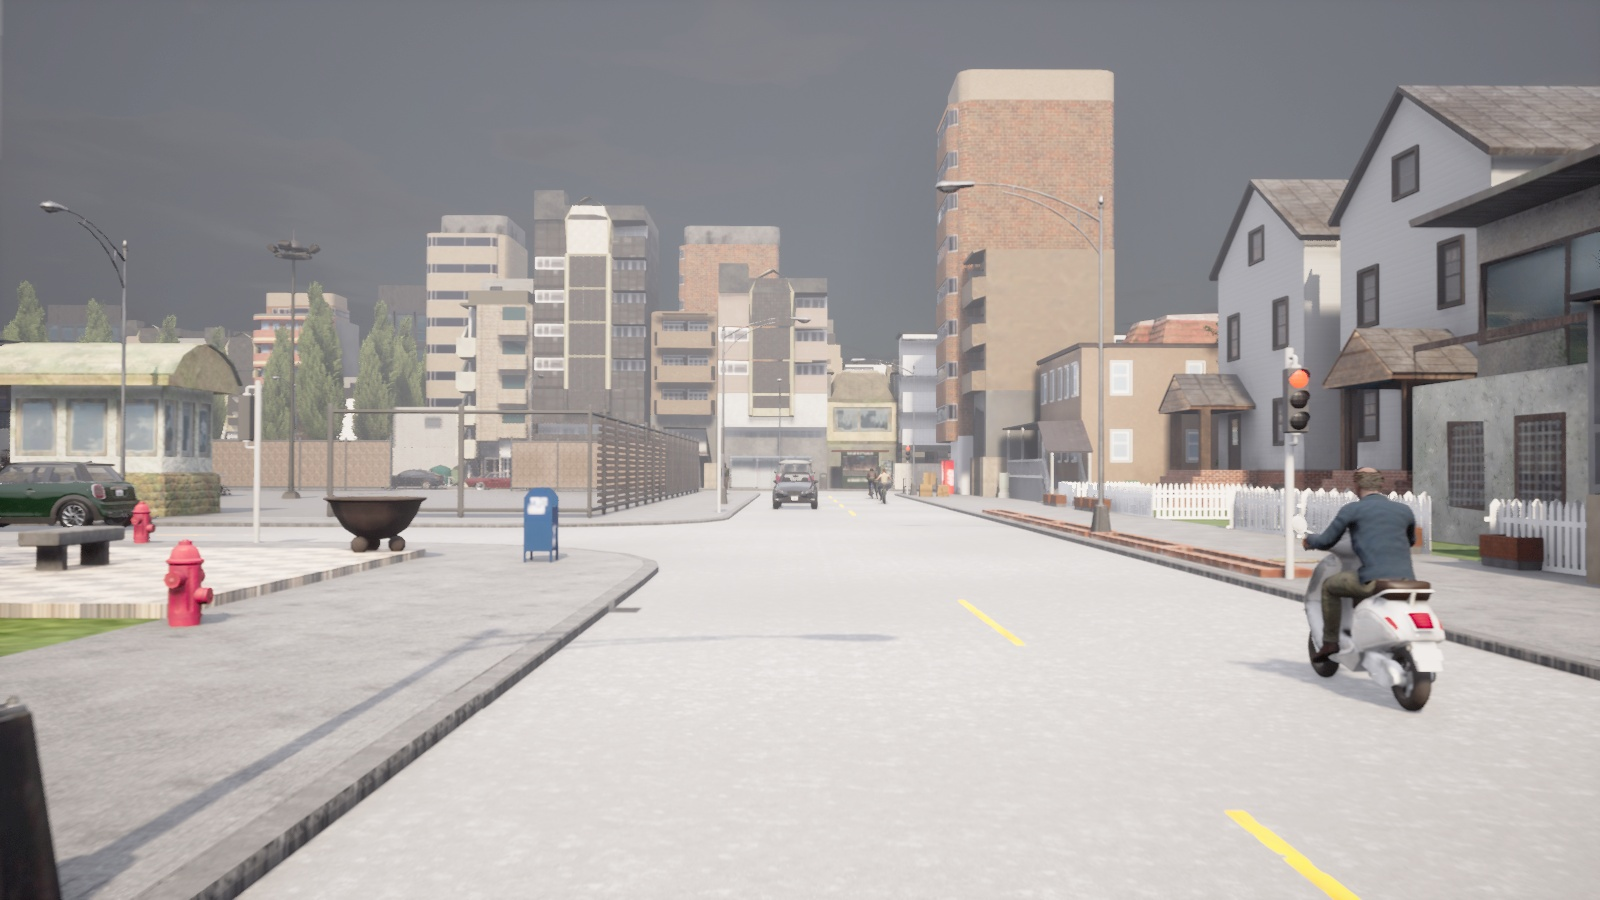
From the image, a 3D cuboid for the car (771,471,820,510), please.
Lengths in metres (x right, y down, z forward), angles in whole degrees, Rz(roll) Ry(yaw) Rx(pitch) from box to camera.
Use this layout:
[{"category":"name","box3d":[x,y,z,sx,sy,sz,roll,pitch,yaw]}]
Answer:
[{"category":"car","box3d":[-0.139,1.590,50.177,1.816,1.474,4.193,0,-1,1]}]

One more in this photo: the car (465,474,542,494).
[{"category":"car","box3d":[-19.851,2.272,84.134,4.718,1.301,1.895,0,-1,0]}]

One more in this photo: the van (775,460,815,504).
[{"category":"van","box3d":[-0.203,1.461,58.846,1.775,1.987,4.442,0,-1,0]}]

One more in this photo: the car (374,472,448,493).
[{"category":"car","box3d":[-27.251,2.287,88.100,4.674,1.442,1.812,0,-1,0]}]

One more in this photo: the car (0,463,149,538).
[{"category":"car","box3d":[-18.672,1.210,30.562,4.553,1.767,2.097,0,-1,1]}]

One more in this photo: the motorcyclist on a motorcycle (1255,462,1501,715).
[{"category":"motorcyclist on a motorcycle","box3d":[3.976,0.884,8.837,0.866,1.590,1.817,0,-1,-1]}]
